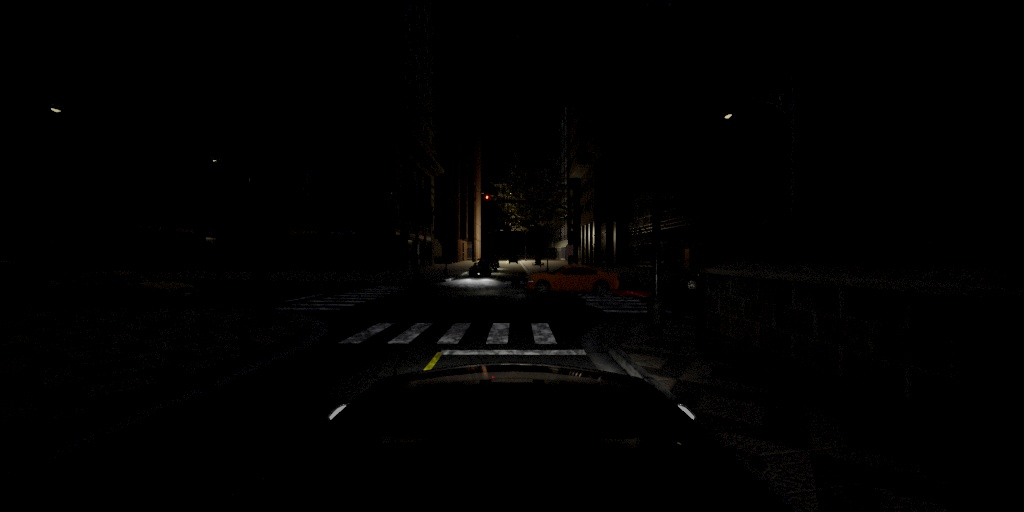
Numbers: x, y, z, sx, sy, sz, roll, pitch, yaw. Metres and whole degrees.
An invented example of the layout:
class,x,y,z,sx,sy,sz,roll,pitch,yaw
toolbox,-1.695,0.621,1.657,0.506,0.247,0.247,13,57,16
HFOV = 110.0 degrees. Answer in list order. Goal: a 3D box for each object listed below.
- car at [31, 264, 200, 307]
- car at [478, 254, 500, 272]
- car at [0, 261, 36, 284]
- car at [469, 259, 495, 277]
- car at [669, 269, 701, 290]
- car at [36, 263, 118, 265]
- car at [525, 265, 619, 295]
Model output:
class,x,y,z,sx,sy,sz,roll,pitch,yaw
car,-14.896,1.146,13.836,4.829,1.417,1.751,0,0,1
car,-2.946,0.830,44.215,2.150,2.045,5.566,0,0,-1
car,-31.852,0.974,22.524,4.507,1.381,1.888,0,0,1
car,-2.981,1.274,34.402,1.895,1.301,4.718,0,0,0
car,11.998,1.381,22.105,4.403,1.370,2.007,0,0,1
car,-26.235,1.065,22.471,4.313,1.339,1.948,0,0,1
car,3.229,1.235,19.527,5.008,1.535,1.882,1,0,1
